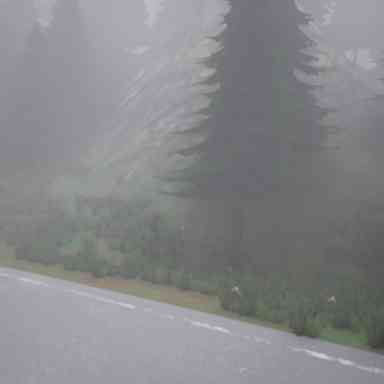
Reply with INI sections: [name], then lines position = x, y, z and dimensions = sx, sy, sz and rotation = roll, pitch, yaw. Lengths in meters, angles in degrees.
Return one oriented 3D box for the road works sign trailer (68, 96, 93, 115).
[road works sign trailer]
position = -10.090, -8.636, 28.093
dimensions = 2.380, 3.560, 2.880
rotation = -14, 12, 33
